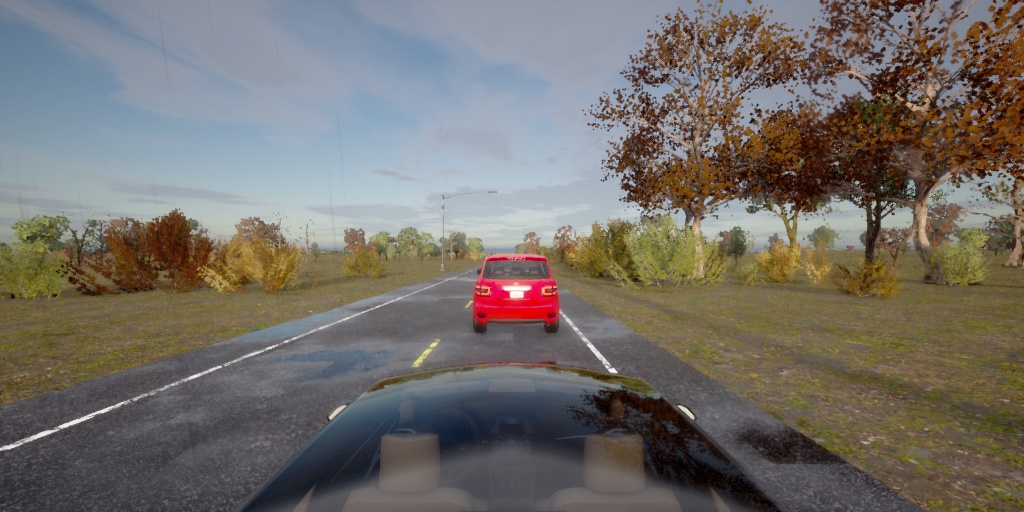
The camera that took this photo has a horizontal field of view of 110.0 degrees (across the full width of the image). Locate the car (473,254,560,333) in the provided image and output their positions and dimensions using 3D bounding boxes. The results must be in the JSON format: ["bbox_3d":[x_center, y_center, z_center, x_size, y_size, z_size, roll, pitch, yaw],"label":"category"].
[{"bbox_3d":[0.085,0.968,10.831,2.150,2.045,5.566,0,0,-1],"label":"car"}]

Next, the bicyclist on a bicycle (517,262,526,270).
[{"bbox_3d":[0.880,1.110,30.010,0.659,1.776,1.843,0,0,0],"label":"bicyclist on a bicycle"}]
